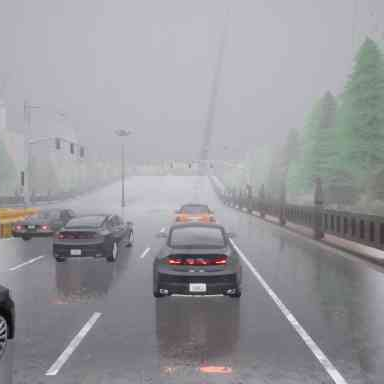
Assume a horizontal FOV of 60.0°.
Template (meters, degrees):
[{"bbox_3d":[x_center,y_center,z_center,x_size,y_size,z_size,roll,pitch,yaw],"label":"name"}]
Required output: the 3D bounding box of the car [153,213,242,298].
[{"bbox_3d":[0.116,1.505,8.522,1.837,1.490,4.892,0,0,0],"label":"car"}]

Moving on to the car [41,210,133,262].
[{"bbox_3d":[-3.376,1.505,12.092,1.837,1.490,4.892,0,0,0],"label":"car"}]

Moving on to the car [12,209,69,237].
[{"bbox_3d":[-6.868,1.547,16.751,2.033,1.411,5.357,0,0,0],"label":"car"}]

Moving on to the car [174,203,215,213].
[{"bbox_3d":[0.133,1.352,17.536,2.097,1.767,4.553,0,0,0],"label":"car"}]

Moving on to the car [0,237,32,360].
[{"bbox_3d":[-3.395,1.492,2.738,2.128,1.511,4.902,0,0,0],"label":"car"}]
